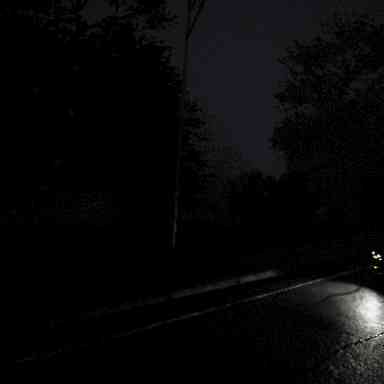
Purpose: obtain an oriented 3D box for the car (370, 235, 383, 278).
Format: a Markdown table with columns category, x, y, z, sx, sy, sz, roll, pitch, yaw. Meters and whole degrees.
| category | x | y | z | sx | sy | sz | roll | pitch | yaw |
| --- | --- | --- | --- | --- | --- | --- | --- | --- | --- |
| car | 6.675 | 1.529 | 9.015 | 4.892 | 1.490 | 1.837 | 0 | 0 | -37 |
